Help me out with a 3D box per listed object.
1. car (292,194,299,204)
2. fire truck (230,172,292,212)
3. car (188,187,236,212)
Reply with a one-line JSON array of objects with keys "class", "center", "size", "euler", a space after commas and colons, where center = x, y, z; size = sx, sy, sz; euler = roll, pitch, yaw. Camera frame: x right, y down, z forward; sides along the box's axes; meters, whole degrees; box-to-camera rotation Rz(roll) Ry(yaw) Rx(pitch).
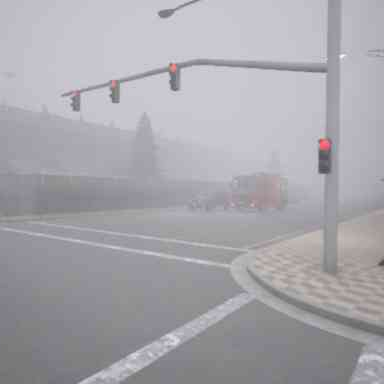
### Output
[{"class": "car", "center": [15.046, 1.095, 51.237], "size": [1.837, 1.490, 4.892], "euler": [1, 0, 36]}, {"class": "fire truck", "center": [7.162, 0.004, 34.407], "size": [2.891, 3.827, 8.468], "euler": [1, 1, 36]}, {"class": "car", "center": [1.873, 0.834, 33.259], "size": [2.150, 2.045, 5.566], "euler": [1, 1, 36]}]
